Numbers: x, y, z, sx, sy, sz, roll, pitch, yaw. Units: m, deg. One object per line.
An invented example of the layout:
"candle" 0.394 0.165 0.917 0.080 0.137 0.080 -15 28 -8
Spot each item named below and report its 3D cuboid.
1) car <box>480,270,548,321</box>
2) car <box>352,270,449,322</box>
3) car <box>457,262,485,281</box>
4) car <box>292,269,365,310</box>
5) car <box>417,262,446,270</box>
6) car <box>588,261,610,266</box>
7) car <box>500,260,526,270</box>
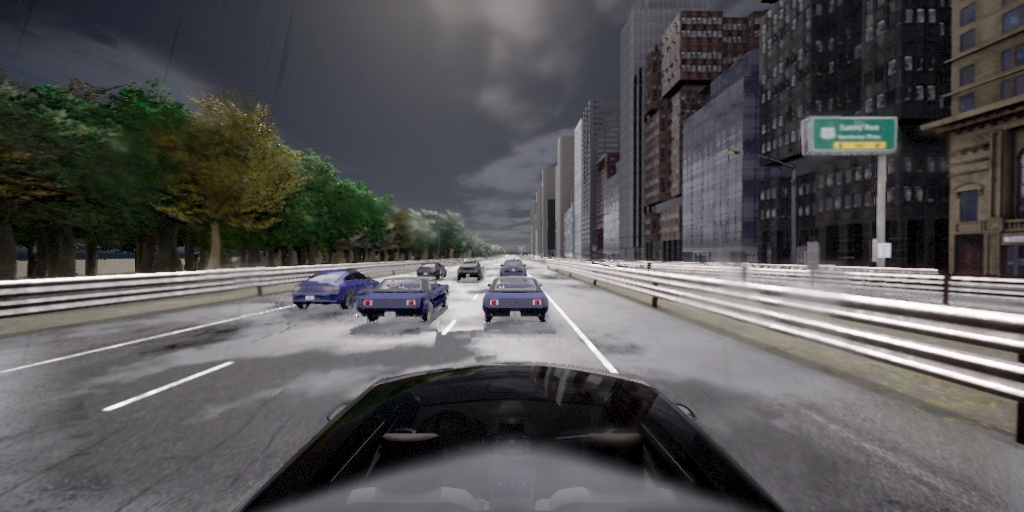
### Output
"car" 0.101 1.338 12.312 1.895 1.301 4.718 0 0 0
"car" -3.399 1.338 12.247 1.895 1.301 4.718 0 0 0
"car" -3.399 1.229 30.026 1.837 1.490 4.892 0 0 0
"car" -6.896 1.261 14.533 1.812 1.442 4.674 0 0 0
"car" -6.901 1.249 30.975 1.812 1.442 4.674 0 0 0
"car" 12.409 1.352 51.551 1.994 1.385 4.181 0 0 -16
"car" 0.100 1.076 29.660 2.097 1.767 4.553 0 0 0
